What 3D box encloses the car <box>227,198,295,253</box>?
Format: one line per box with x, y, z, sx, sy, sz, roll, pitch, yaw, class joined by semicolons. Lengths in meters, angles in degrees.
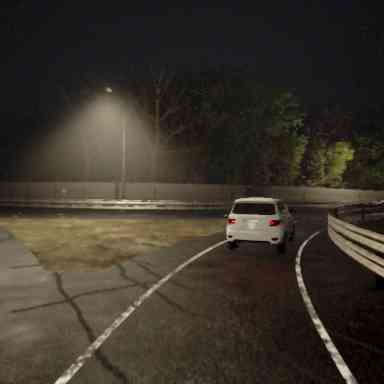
3.108;1.266;14.344;2.150;2.045;5.566;0;0;22;car
